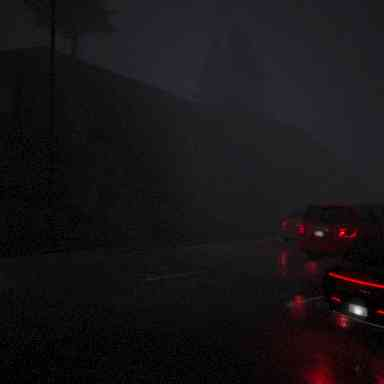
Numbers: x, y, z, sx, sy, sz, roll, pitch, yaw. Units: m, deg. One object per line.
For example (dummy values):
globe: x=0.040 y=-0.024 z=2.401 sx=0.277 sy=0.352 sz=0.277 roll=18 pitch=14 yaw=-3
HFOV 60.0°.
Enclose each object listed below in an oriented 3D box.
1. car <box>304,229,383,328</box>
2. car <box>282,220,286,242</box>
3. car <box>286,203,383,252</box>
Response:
car: x=4.580 y=1.615 z=6.540 sx=4.892 sy=1.490 sz=1.837 roll=1 pitch=-1 yaw=-34
car: x=6.603 y=1.607 z=16.722 sx=4.553 sy=1.767 sz=2.097 roll=1 pitch=-1 yaw=-38
car: x=6.081 y=1.410 z=11.870 sx=5.566 sy=2.045 sz=2.150 roll=1 pitch=-1 yaw=-36
